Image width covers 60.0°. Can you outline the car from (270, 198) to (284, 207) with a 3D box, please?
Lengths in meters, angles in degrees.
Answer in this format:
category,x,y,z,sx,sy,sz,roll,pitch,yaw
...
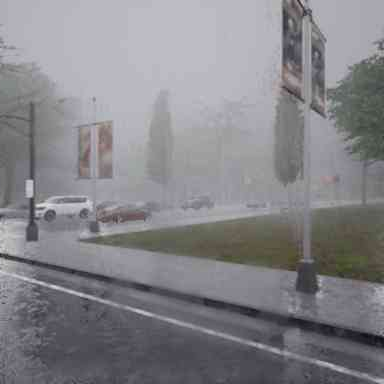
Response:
category,x,y,z,sx,sy,sz,roll,pitch,yaw
car,16.045,1.901,61.345,2.128,1.511,4.902,0,-1,35

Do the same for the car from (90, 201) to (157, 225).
category,x,y,z,sx,sy,sz,roll,pitch,yaw
car,-5.145,1.646,25.638,1.812,1.442,4.674,0,0,36

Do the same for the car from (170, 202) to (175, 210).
category,x,y,z,sx,sy,sz,roll,pitch,yaw
car,-4.162,1.763,44.191,1.994,1.385,4.181,0,0,35

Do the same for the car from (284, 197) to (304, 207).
category,x,y,z,sx,sy,sz,roll,pitch,yaw
car,18.746,1.764,59.540,2.097,1.767,4.553,0,-1,35

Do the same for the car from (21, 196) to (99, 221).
category,x,y,z,sx,sy,sz,roll,pitch,yaw
car,-11.172,1.333,28.554,2.150,2.045,5.566,0,0,34

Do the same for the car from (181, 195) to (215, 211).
category,x,y,z,sx,sy,sz,roll,pitch,yaw
car,0.804,1.447,45.606,2.150,2.045,5.566,0,0,36

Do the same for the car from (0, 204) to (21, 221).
category,x,y,z,sx,sy,sz,roll,pitch,yaw
car,-15.101,1.699,28.604,1.895,1.301,4.718,0,0,35

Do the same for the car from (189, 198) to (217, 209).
category,x,y,z,sx,sy,sz,roll,pitch,yaw
car,1.796,1.761,52.626,2.128,1.511,4.902,0,0,36

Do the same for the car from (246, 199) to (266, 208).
category,x,y,z,sx,sy,sz,roll,pitch,yaw
car,10.333,1.881,53.205,1.994,1.385,4.181,0,-1,35

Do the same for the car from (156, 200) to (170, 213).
category,x,y,z,sx,sy,sz,roll,pitch,yaw
car,-5.197,1.711,37.062,2.033,1.411,5.357,0,0,35
